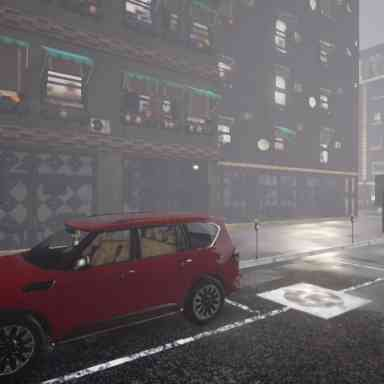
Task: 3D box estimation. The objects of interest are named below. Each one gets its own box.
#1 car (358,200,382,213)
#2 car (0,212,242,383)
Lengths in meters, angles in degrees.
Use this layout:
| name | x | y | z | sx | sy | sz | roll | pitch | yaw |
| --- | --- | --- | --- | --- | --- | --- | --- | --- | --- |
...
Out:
| name | x | y | z | sx | sy | sz | roll | pitch | yaw |
| --- | --- | --- | --- | --- | --- | --- | --- | --- | --- |
| car | 20.139 | 1.538 | 37.349 | 1.887 | 1.381 | 4.507 | 1 | 0 | -36 |
| car | -1.383 | 1.316 | 5.569 | 5.009 | 1.841 | 2.192 | 0 | 1 | -36 |
